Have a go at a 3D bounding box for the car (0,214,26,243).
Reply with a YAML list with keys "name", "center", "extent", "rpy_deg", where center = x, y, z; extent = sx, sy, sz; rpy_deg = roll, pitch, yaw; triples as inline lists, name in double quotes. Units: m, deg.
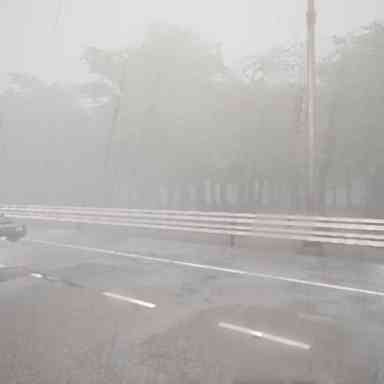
- name: "car"
  center: [-9.558, 1.638, 14.997]
  extent: [4.718, 1.301, 1.895]
  rpy_deg: [0, 0, 36]
